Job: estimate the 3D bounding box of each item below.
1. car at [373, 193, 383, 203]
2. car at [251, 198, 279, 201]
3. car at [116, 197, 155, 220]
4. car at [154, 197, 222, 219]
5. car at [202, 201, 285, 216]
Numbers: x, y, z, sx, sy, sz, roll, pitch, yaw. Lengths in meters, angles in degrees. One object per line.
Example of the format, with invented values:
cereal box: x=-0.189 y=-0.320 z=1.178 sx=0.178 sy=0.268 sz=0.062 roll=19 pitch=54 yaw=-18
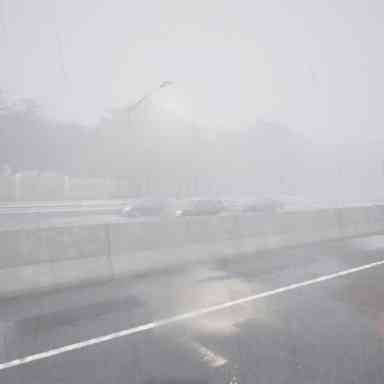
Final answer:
car: x=29.350 y=0.909 z=50.268 sx=5.008 sy=1.535 sz=1.882 roll=-1 pitch=0 yaw=-34
car: x=6.222 y=1.257 z=29.838 sx=4.902 sy=1.511 sz=2.128 roll=-1 pitch=0 yaw=-35
car: x=-3.806 y=1.218 z=27.036 sx=4.553 sy=1.767 sz=2.097 roll=-1 pitch=0 yaw=-35
car: x=0.250 y=1.219 z=21.332 sx=4.553 sy=1.767 sz=2.097 roll=-1 pitch=0 yaw=-35
car: x=2.994 y=1.423 z=18.987 sx=4.181 sy=1.385 sz=1.994 roll=-1 pitch=0 yaw=-35
